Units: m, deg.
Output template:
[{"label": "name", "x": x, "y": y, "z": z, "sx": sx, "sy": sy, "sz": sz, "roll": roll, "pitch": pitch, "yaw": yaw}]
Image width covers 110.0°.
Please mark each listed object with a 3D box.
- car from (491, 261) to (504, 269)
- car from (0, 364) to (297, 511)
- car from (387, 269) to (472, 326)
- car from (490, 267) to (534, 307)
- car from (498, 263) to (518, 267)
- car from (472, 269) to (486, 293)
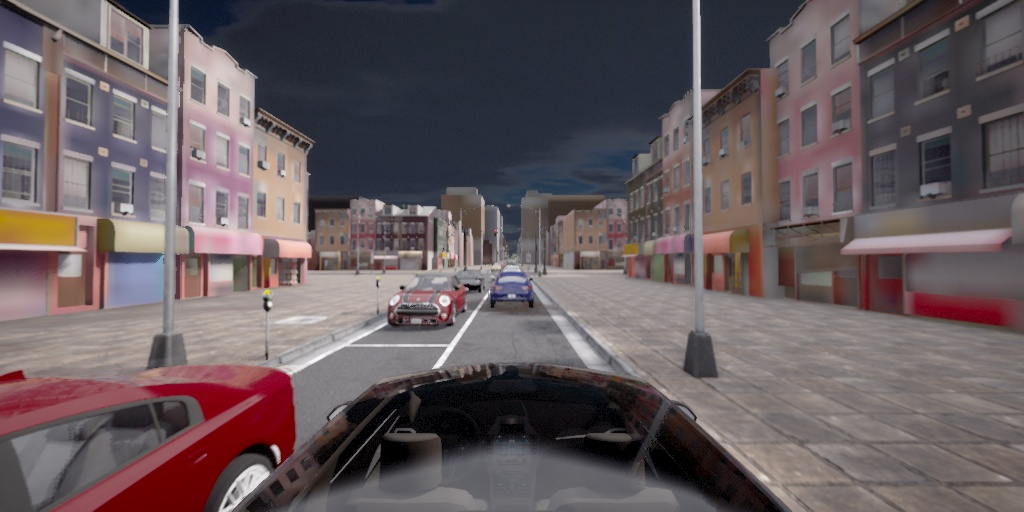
[{"label": "car", "x": -2.644, "y": 1.911, "z": 60.228, "sx": 1.751, "sy": 1.417, "sz": 4.829, "roll": 0, "pitch": 0, "yaw": 0}, {"label": "car", "x": -2.637, "y": 1.289, "z": 1.113, "sx": 1.888, "sy": 1.381, "sz": 4.507, "roll": 0, "pitch": 0, "yaw": 0}, {"label": "car", "x": -2.638, "y": 1.289, "z": 11.872, "sx": 1.967, "sy": 1.591, "sz": 4.097, "roll": 0, "pitch": 0, "yaw": 0}, {"label": "car", "x": 0.003, "y": 1.418, "z": 16.247, "sx": 1.812, "sy": 1.442, "sz": 4.674, "roll": 0, "pitch": 0, "yaw": 0}, {"label": "car", "x": 0.001, "y": 1.576, "z": 31.243, "sx": 1.812, "sy": 1.442, "sz": 4.674, "roll": 0, "pitch": 0, "yaw": 0}, {"label": "car", "x": -2.639, "y": 1.524, "z": 22.632, "sx": 1.948, "sy": 1.339, "sz": 4.313, "roll": 0, "pitch": 0, "yaw": 0}]
